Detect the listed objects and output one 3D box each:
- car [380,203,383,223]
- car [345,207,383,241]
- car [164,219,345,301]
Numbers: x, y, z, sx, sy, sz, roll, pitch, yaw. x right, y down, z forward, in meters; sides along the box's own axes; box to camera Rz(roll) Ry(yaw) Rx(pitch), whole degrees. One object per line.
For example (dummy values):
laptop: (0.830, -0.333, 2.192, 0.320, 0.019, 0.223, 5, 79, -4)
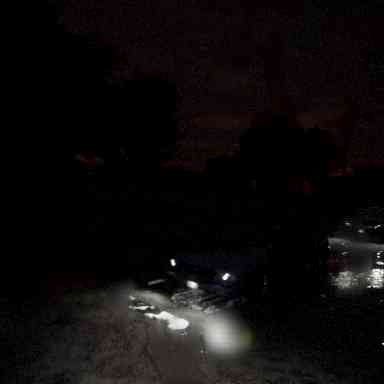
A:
car: (15.951, 1.625, 25.813, 1.812, 1.442, 4.674, 3, 1, 36)
car: (9.171, 1.519, 16.944, 1.812, 1.442, 4.674, 4, 2, 39)
car: (1.804, 1.439, 8.407, 2.033, 1.411, 5.357, 4, 2, 42)
